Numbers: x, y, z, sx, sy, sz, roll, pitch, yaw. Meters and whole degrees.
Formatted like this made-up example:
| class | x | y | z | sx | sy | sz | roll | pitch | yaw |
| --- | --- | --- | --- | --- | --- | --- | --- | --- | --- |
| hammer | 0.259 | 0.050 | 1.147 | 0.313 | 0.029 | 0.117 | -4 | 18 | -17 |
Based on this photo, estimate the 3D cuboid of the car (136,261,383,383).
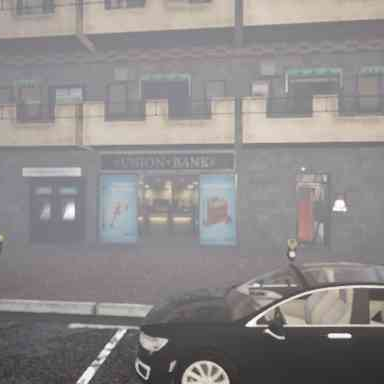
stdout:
| class | x | y | z | sx | sy | sz | roll | pitch | yaw |
| --- | --- | --- | --- | --- | --- | --- | --- | --- | --- |
| car | 1.540 | 1.550 | 3.955 | 4.403 | 1.369 | 2.008 | 0 | 0 | 6 |
